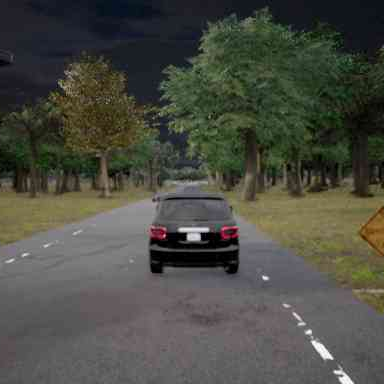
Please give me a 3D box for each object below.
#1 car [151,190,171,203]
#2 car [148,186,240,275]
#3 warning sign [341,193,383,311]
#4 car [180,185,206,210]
[{"bbox_3d":[-3.603,0.543,39.675,1.994,1.385,4.181,0,2,0],"label":"car"},{"bbox_3d":[0.069,0.972,9.772,2.150,2.045,5.566,0,2,1],"label":"car"},{"bbox_3d":[3.530,0.964,5.841,1.300,1.860,1.060,-1,0,0],"label":"warning sign"},{"bbox_3d":[0.087,0.431,30.891,2.150,2.045,5.566,0,2,0],"label":"car"}]
